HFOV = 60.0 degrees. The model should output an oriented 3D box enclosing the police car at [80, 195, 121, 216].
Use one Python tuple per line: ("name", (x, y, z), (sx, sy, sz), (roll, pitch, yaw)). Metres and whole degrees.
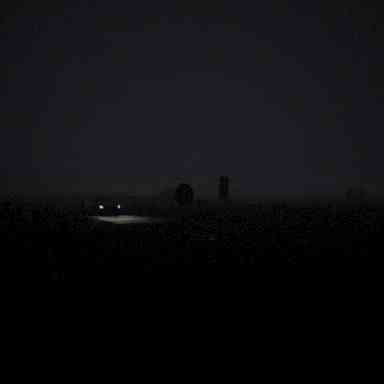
("police car", (-7.472, 1.061, 27.212), (2.038, 1.542, 4.974), (0, 1, -36))
